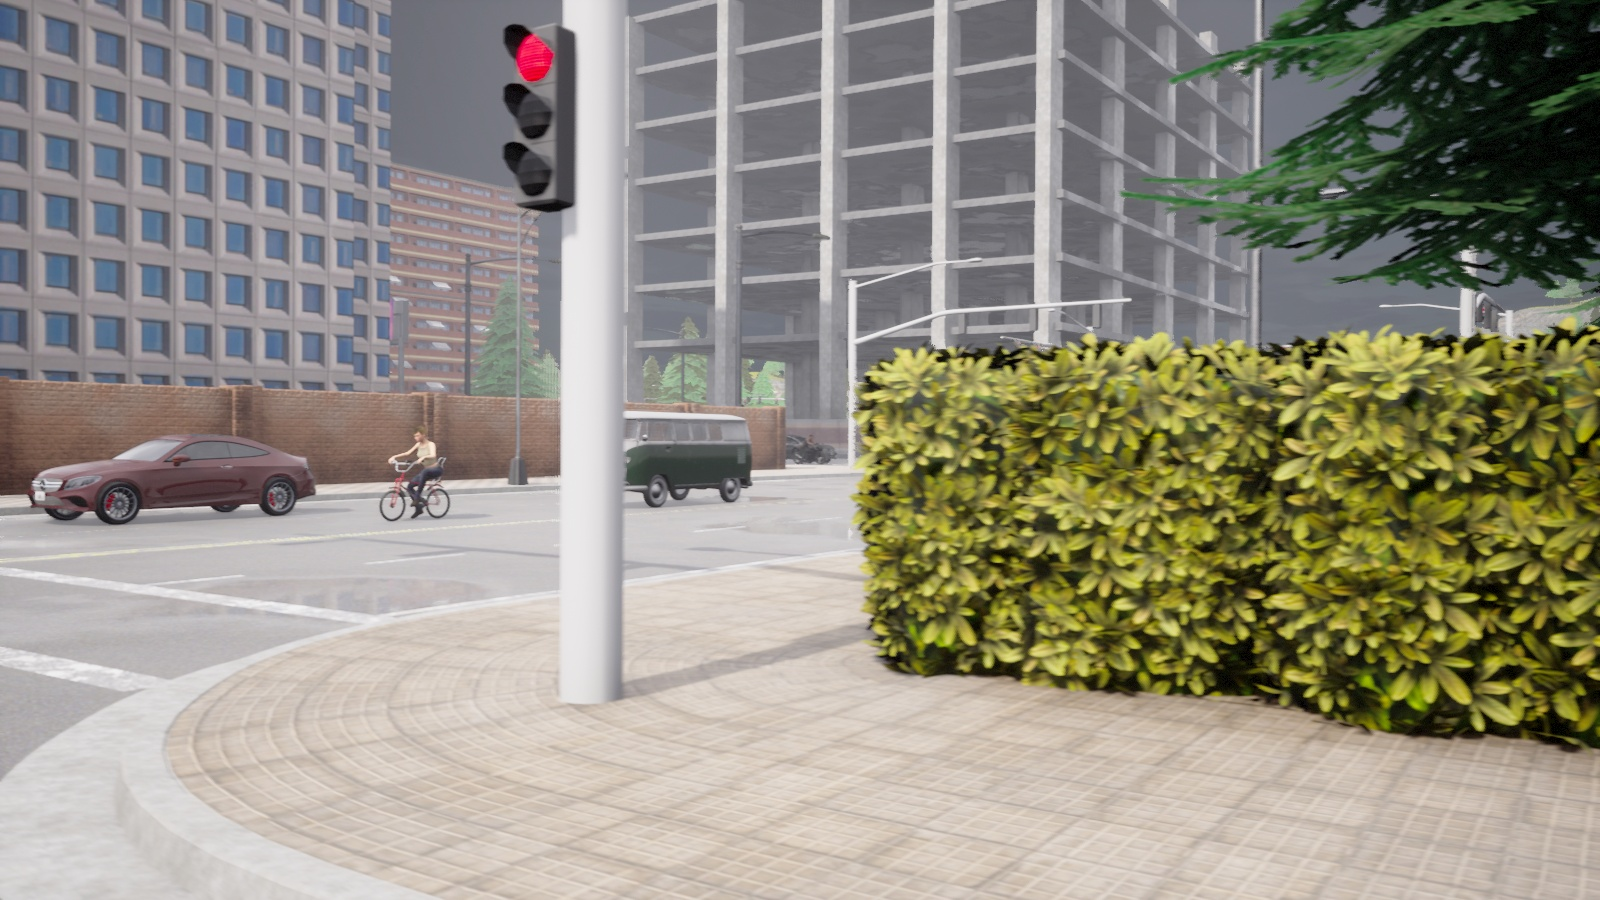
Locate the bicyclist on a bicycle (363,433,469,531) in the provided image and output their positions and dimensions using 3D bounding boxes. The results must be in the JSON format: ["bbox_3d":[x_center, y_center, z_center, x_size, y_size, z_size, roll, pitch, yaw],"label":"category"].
[{"bbox_3d":[-6.556,0.516,21.497,0.866,1.612,1.509,0,1,34],"label":"bicyclist on a bicycle"}]

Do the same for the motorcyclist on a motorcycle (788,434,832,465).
[{"bbox_3d":[0.478,-0.030,62.145,2.044,1.523,0.797,0,1,34],"label":"motorcyclist on a motorcycle"}]

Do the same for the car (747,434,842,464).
[{"bbox_3d":[-0.325,-0.060,66.901,4.892,1.490,1.837,0,1,34],"label":"car"}]

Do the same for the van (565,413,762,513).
[{"bbox_3d":[-2.847,0.222,27.116,1.775,1.987,4.442,0,1,34],"label":"van"}]

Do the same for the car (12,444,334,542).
[{"bbox_3d":[-10.639,0.645,21.677,1.812,1.442,4.674,0,1,33],"label":"car"}]
